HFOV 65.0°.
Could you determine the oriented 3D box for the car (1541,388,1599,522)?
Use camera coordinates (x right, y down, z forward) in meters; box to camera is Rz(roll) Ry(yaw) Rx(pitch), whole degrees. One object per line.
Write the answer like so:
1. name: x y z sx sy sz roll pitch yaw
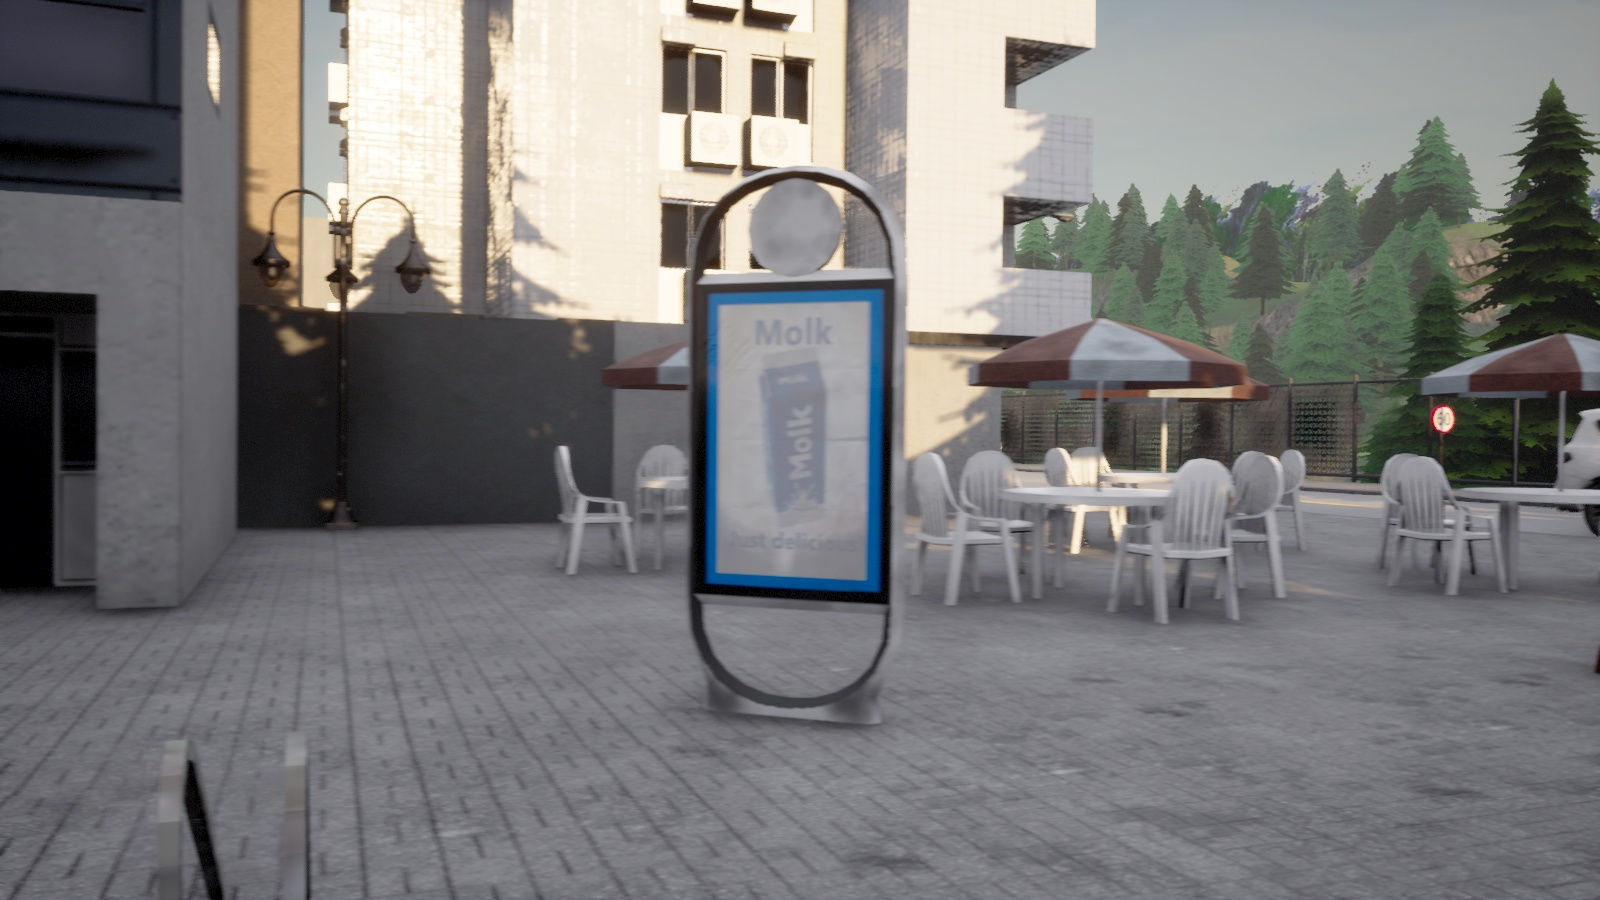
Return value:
1. car: 13.824 0.077 17.828 2.150 2.045 5.566 -1 1 -21
